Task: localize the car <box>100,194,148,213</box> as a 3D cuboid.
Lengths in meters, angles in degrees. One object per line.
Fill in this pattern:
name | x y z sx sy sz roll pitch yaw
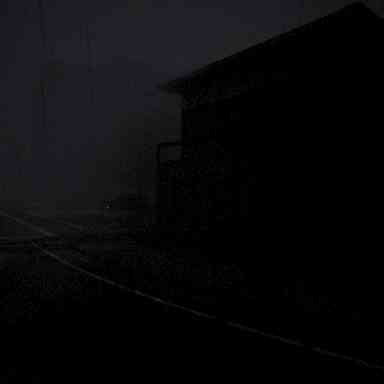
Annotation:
car | -7.634 1.251 37.920 5.566 2.045 2.150 1 0 -39
